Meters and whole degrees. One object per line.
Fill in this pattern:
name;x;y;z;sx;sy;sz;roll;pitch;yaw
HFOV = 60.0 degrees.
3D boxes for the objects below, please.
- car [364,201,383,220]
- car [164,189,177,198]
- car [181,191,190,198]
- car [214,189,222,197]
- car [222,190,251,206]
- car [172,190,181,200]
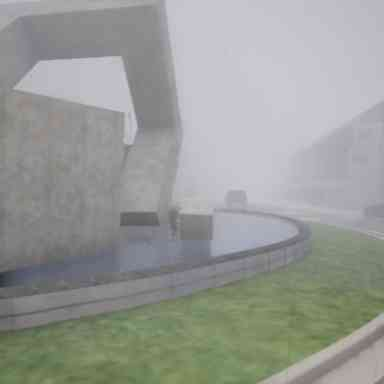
car;13.947;1.258;22.692;2.128;1.511;4.902;0;1;-12
car;-5.360;0.388;84.448;2.150;2.045;5.566;0;1;7
car;-2.186;0.667;81.700;1.882;1.535;5.008;0;1;7
car;7.633;0.268;95.255;2.150;2.045;5.566;0;1;7
car;5.783;0.784;43.659;2.150;2.045;5.566;0;1;-3
car;-4.144;0.692;66.662;2.097;1.767;4.553;0;1;8
